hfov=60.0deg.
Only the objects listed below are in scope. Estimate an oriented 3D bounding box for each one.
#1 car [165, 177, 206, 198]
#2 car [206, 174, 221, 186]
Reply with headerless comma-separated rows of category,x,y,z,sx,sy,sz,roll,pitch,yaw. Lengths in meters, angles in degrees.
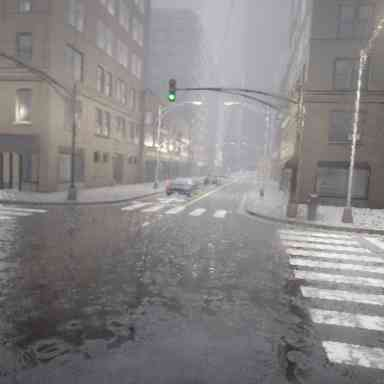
car,-0.581,-0.446,26.299,2.033,1.411,5.357,4,4,11
car,2.732,-1.576,43.589,1.837,1.490,4.892,4,4,11
